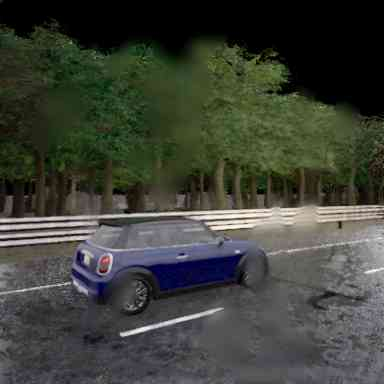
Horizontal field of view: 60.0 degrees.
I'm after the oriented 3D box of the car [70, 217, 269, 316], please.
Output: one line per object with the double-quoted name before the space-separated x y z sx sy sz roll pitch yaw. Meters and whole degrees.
"car" -0.314 1.360 7.738 4.553 1.767 2.097 0 0 -35
